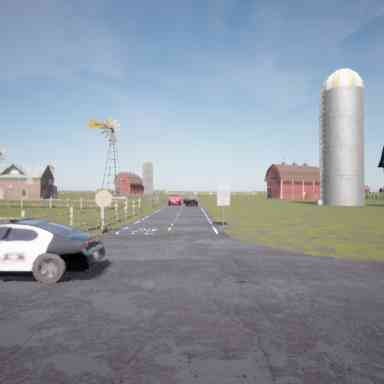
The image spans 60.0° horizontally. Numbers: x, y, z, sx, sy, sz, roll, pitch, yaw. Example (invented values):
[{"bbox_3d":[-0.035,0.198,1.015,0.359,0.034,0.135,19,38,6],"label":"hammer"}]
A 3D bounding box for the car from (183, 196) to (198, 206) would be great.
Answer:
[{"bbox_3d":[-0.068,1.504,53.992,1.882,1.535,5.008,0,0,-2],"label":"car"}]

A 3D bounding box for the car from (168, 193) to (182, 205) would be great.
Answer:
[{"bbox_3d":[-3.006,1.245,58.060,2.150,2.045,5.566,0,0,-2],"label":"car"}]

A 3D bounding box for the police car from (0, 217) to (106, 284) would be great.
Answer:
[{"bbox_3d":[-5.010,1.506,9.056,4.974,1.542,2.038,0,0,0],"label":"police car"}]

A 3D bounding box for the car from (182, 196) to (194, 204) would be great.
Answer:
[{"bbox_3d":[-0.735,1.498,64.102,1.882,1.535,5.008,0,0,-6],"label":"car"}]
